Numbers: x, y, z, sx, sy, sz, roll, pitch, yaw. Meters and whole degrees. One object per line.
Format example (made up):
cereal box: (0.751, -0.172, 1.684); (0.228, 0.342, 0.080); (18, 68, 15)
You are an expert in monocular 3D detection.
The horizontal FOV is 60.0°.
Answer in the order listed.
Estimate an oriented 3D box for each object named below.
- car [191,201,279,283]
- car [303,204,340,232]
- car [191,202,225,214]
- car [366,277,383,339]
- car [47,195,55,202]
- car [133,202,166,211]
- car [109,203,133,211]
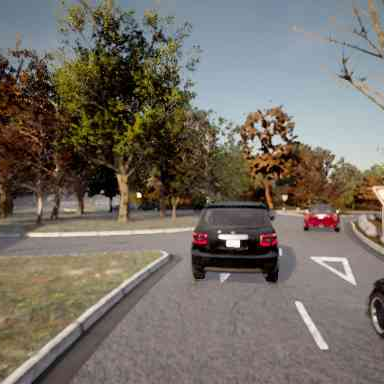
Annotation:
car: (1.343, 1.269, 10.077); (2.150, 2.045, 5.566); (0, -1, 9)
car: (8.605, 1.593, 22.090); (2.097, 1.767, 4.553); (0, -1, 22)
car: (2.369, 2.323, 49.115); (2.128, 1.511, 4.902); (1, -2, -44)
car: (3.805, 1.570, 3.866); (1.994, 1.385, 4.181); (0, 0, 4)
car: (-34.918, 1.619, 82.895); (1.946, 1.575, 5.366); (0, 2, -14)
car: (-6.619, 2.432, 54.071); (4.892, 1.490, 1.837); (0, -1, 23)
car: (-11.500, 2.545, 57.626); (5.357, 1.411, 2.033); (0, -1, -1)
